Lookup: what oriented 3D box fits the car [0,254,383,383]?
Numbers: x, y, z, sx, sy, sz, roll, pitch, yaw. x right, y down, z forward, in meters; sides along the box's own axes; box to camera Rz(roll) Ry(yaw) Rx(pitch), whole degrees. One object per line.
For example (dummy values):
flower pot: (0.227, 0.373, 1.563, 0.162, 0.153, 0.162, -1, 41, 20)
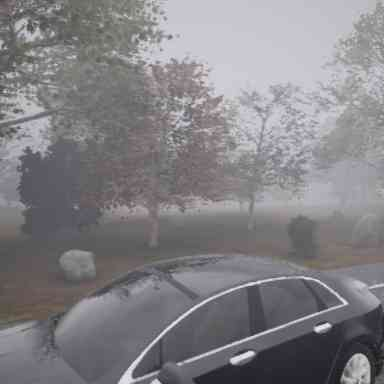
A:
car: (-0.022, 1.491, 3.334, 4.892, 1.490, 1.837, 0, 0, -32)
